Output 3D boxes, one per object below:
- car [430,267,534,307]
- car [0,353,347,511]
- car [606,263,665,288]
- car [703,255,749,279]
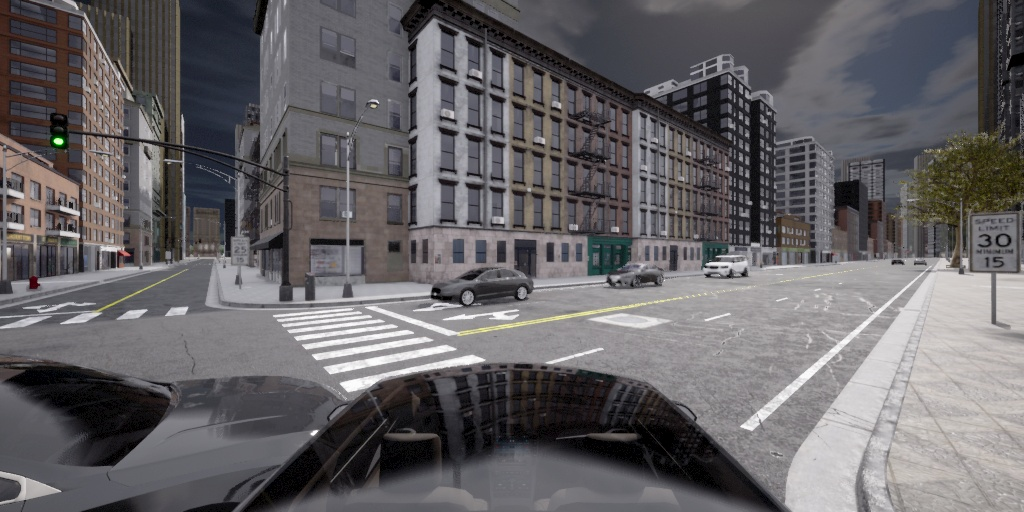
[{"bbox_3d":[-1.191,1.264,15.829,4.892,1.490,1.837,0,0,-40],"label":"car"},{"bbox_3d":[-3.246,1.257,1.587,4.892,1.490,1.837,0,0,-35],"label":"car"},{"bbox_3d":[8.188,1.241,23.631,4.902,1.511,2.128,0,0,-40],"label":"car"},{"bbox_3d":[20.048,0.952,33.448,5.566,2.045,2.150,-1,1,-38],"label":"car"}]
